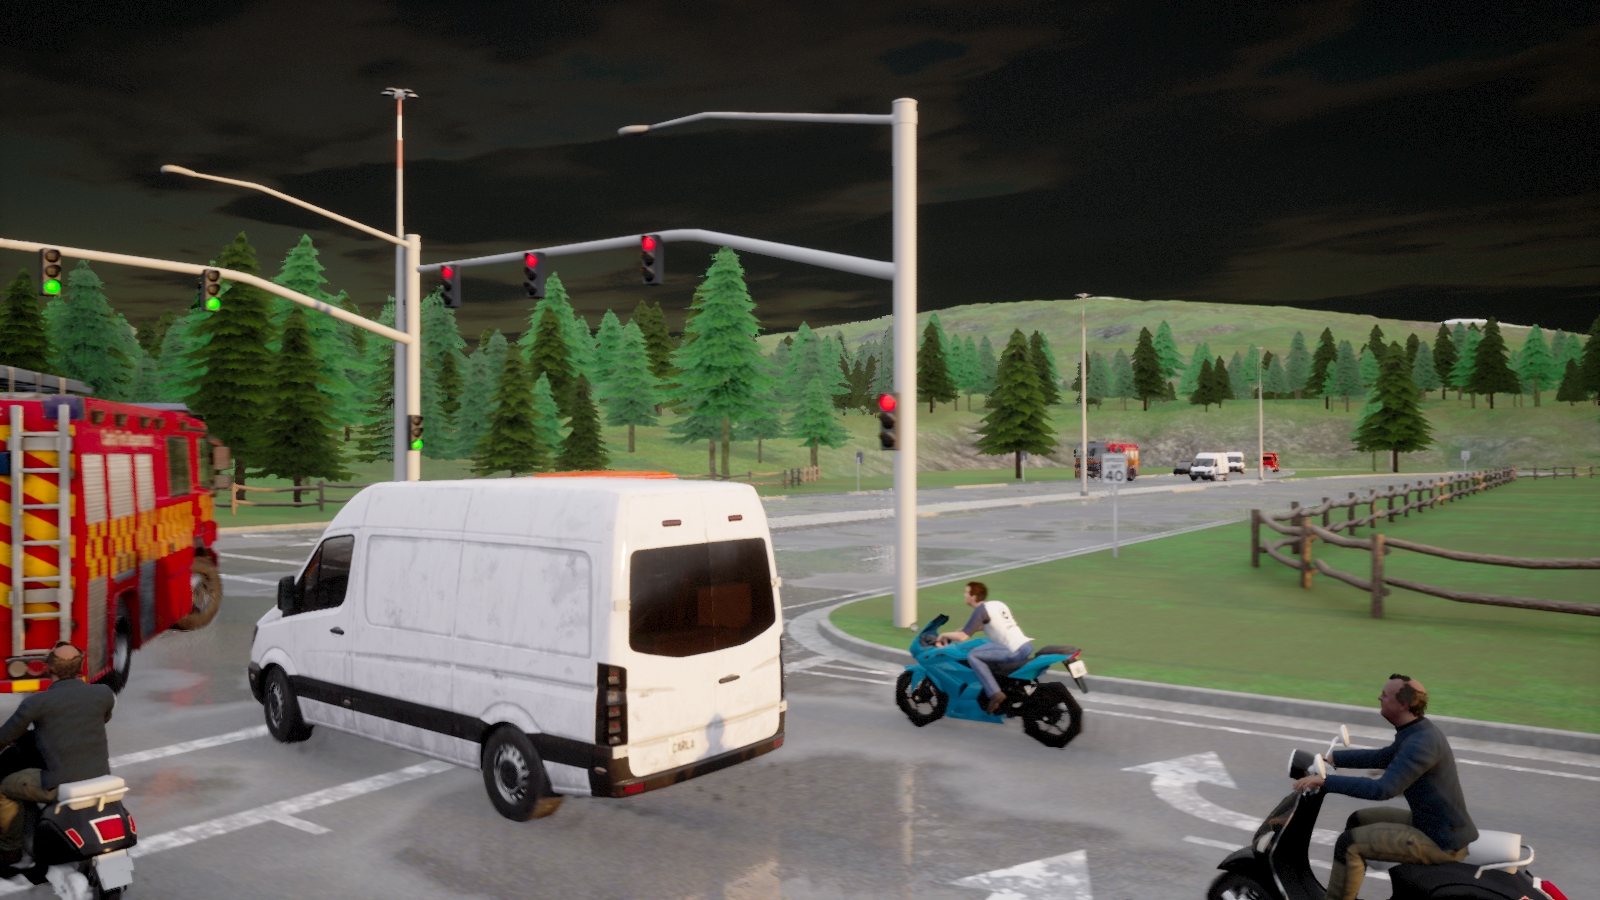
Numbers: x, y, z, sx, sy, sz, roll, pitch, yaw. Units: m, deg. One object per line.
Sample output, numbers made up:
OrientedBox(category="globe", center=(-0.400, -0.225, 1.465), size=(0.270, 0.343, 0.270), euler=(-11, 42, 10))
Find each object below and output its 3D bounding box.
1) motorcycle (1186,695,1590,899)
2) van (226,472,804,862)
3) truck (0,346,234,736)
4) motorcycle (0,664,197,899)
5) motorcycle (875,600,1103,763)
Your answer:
OrientedBox(category="motorcycle", center=(3.087, 2.142, 6.064), size=(1.805, 1.316, 0.856), euler=(0, 0, 34))
OrientedBox(category="van", center=(-2.895, 1.538, 10.473), size=(5.915, 2.561, 1.988), euler=(0, 0, 39))
OrientedBox(category="truck", center=(-9.712, 0.899, 15.064), size=(2.891, 3.827, 8.468), euler=(0, 0, -19))
OrientedBox(category="motorcycle", center=(-4.628, 2.147, 7.085), size=(1.805, 1.316, 0.856), euler=(0, -1, 36))
OrientedBox(category="motorcycle", center=(1.809, 2.188, 11.104), size=(2.033, 1.199, 0.803), euler=(0, 1, 35))
